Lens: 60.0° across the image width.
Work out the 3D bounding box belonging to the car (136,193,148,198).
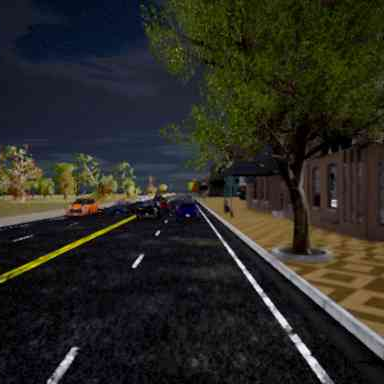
[{"bbox_3d":[-10.809,1.246,72.278,2.150,2.045,5.566,0,0,-1],"label":"car"}]

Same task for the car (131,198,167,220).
[{"bbox_3d":[-3.549,1.518,28.445,2.128,1.511,4.902,0,0,-1],"label":"car"}]

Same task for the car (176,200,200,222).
[{"bbox_3d":[-0.323,1.538,26.540,1.812,1.442,4.674,0,0,0],"label":"car"}]

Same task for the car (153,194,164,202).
[{"bbox_3d":[-7.599,1.266,75.015,2.097,1.767,4.553,0,0,-1],"label":"car"}]

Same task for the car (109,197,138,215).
[{"bbox_3d":[-7.086,1.590,34.264,2.033,1.411,5.357,0,0,-1],"label":"car"}]

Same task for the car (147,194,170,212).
[{"bbox_3d":[-3.721,1.381,39.636,2.097,1.767,4.553,0,0,-1],"label":"car"}]

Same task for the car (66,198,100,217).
[{"bbox_3d":[-10.297,1.407,31.582,2.097,1.767,4.553,0,0,-1],"label":"car"}]

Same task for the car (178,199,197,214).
[{"bbox_3d":[-0.478,1.564,37.439,2.033,1.411,5.357,0,0,0],"label":"car"}]
